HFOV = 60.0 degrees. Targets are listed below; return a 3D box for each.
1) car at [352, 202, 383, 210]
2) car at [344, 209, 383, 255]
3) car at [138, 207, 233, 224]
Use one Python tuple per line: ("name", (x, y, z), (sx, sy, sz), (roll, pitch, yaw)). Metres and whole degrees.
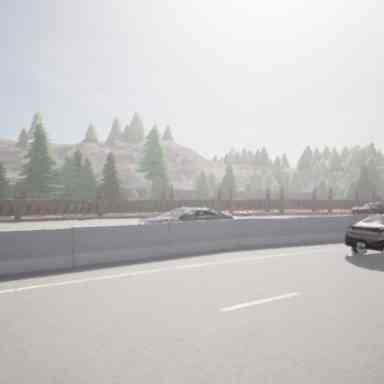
("car", (17.373, 1.668, 31.171), (5.008, 1.535, 1.882), (1, 0, -17))
("car", (7.726, 1.549, 12.082), (4.902, 1.511, 2.128), (1, 0, -27))
("car", (-0.245, 1.485, 15.935), (4.902, 1.511, 2.128), (0, 0, -29))
